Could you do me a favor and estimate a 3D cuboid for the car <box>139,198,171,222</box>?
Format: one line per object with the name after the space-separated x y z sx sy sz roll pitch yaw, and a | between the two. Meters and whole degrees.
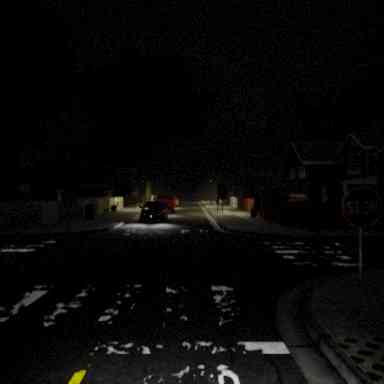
-2.903 1.480 25.879 1.837 1.490 4.892 0 0 0 | car

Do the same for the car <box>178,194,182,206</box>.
-2.940 1.441 49.646 1.882 1.535 5.008 0 0 0 | car

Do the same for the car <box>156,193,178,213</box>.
-2.941 1.187 36.090 2.150 2.045 5.566 0 0 -2 | car
